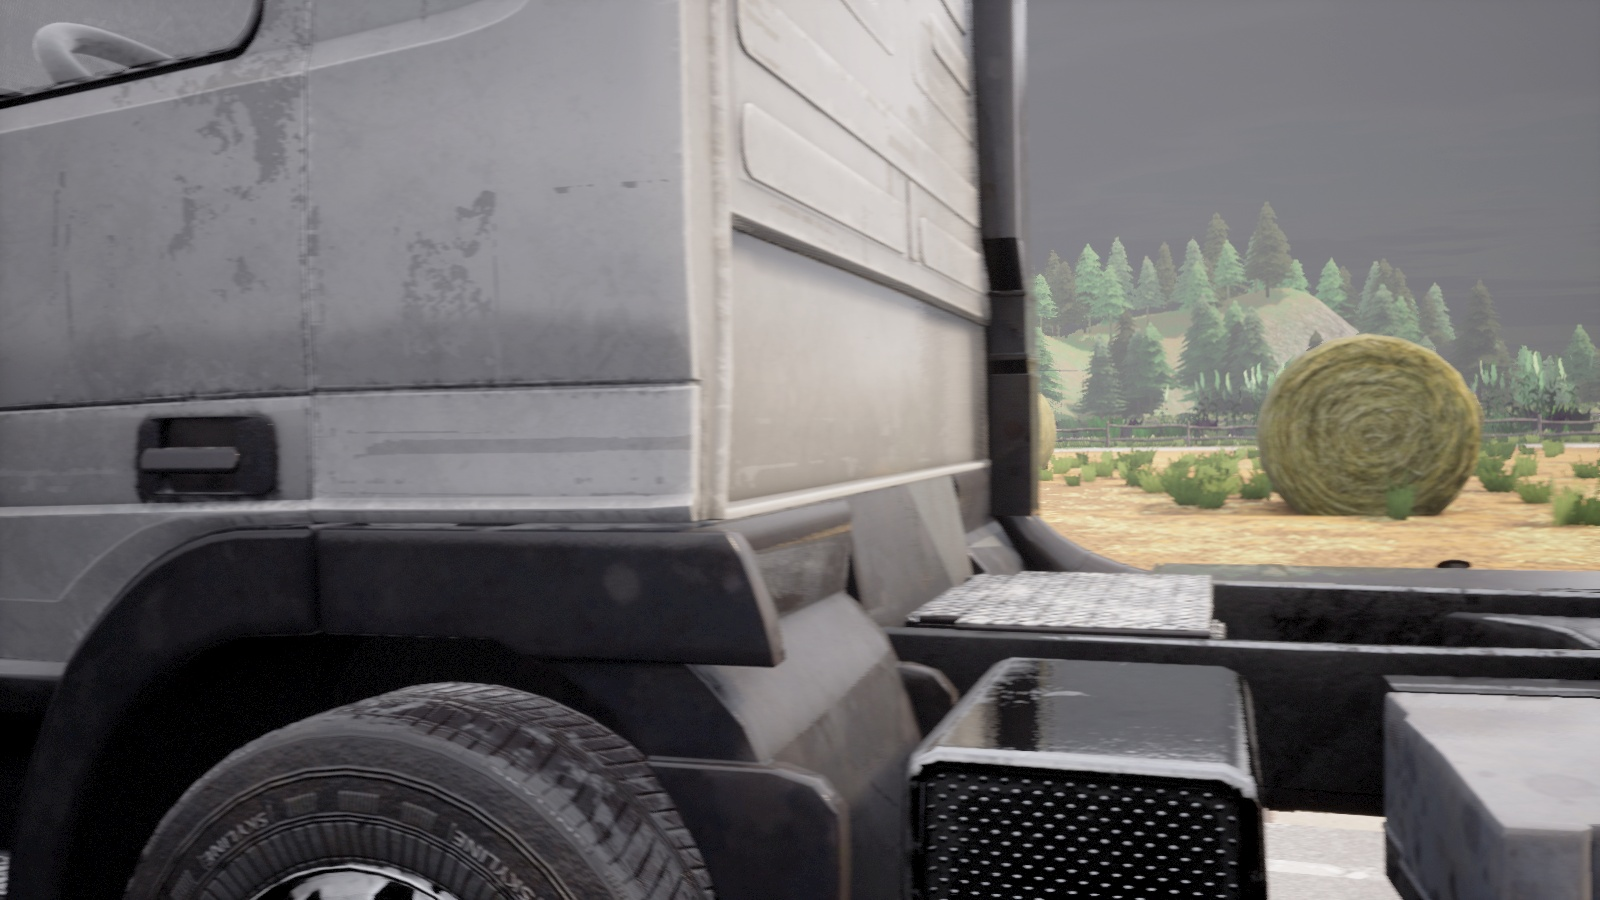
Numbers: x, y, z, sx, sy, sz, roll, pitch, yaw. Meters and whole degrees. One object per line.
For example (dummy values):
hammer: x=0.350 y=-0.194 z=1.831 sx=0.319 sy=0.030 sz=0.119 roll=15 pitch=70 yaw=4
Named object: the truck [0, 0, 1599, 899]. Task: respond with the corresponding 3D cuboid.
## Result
truck: x=1.860 y=-0.197 z=2.529 sx=7.936 sy=3.462 sz=2.891 roll=0 pitch=1 yaw=19
